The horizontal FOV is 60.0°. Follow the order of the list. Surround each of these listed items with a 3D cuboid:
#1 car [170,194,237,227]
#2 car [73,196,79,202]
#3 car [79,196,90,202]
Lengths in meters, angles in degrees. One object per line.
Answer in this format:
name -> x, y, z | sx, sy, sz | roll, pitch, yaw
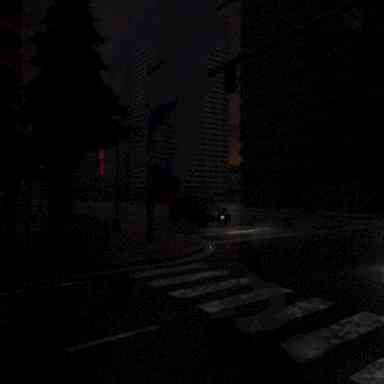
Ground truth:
car -> 0.468, 1.373, 24.815 | 2.150, 2.045, 5.566 | 0, 0, -35
car -> -28.948, 1.551, 78.292 | 1.837, 1.490, 4.892 | 0, 0, -35
car -> -26.098, 1.599, 80.323 | 2.128, 1.511, 4.902 | 0, 0, -35
